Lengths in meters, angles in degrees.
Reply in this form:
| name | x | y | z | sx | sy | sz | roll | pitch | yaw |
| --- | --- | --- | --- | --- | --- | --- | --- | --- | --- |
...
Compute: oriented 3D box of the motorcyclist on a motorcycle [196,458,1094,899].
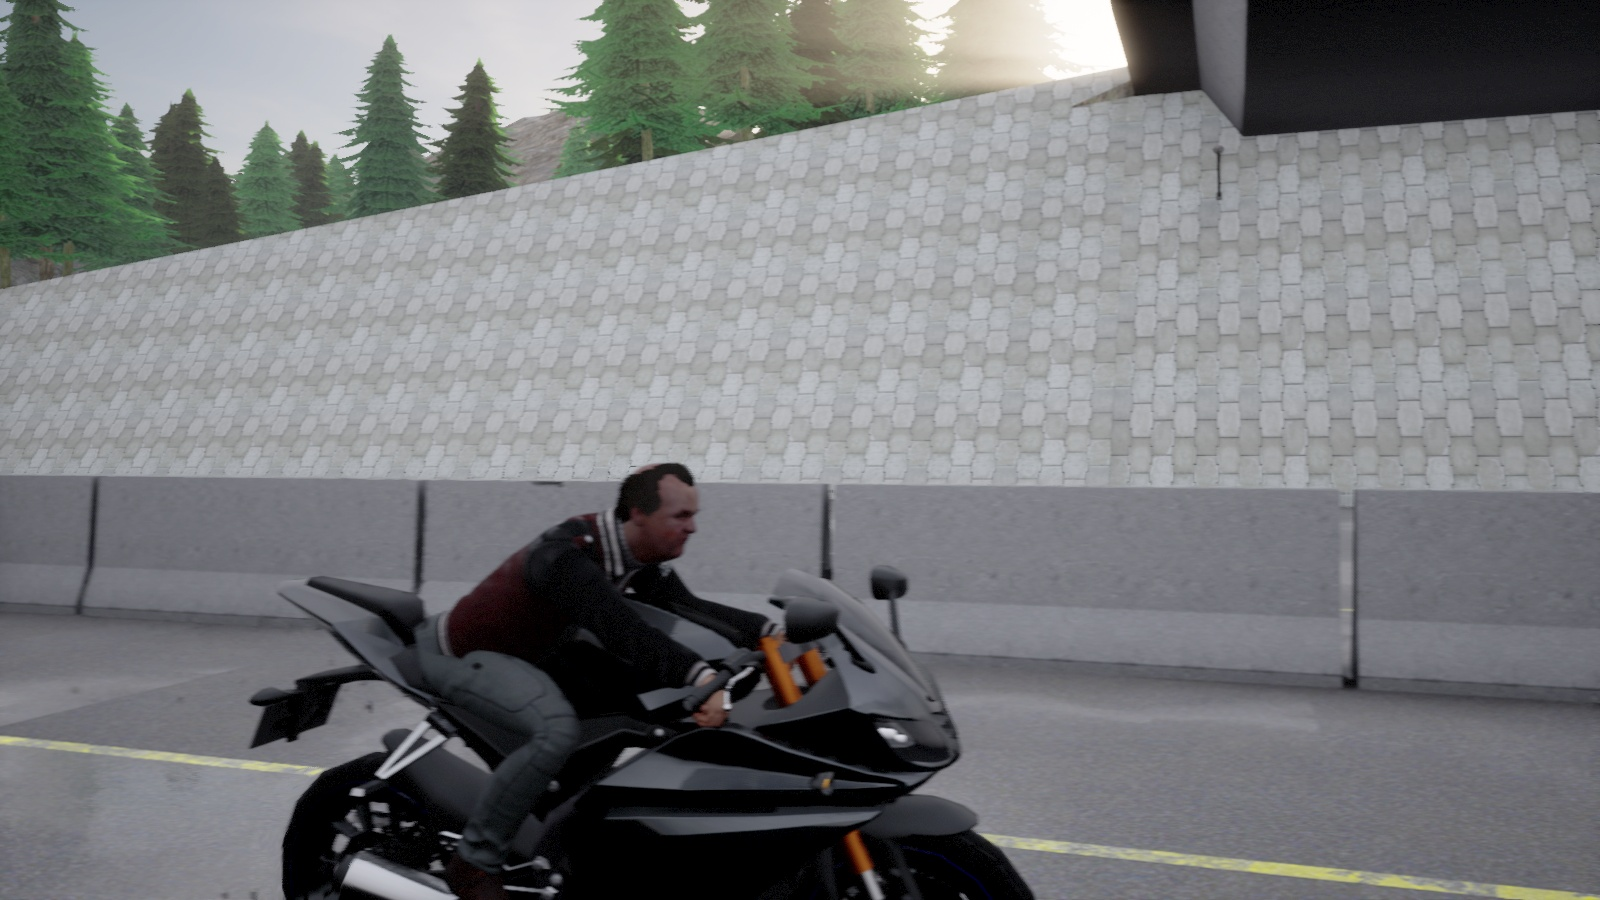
| name | x | y | z | sx | sy | sz | roll | pitch | yaw |
| --- | --- | --- | --- | --- | --- | --- | --- | --- | --- |
| motorcyclist on a motorcycle | -0.389 | 0.807 | 3.323 | 2.191 | 1.530 | 0.866 | 1 | 1 | 19 |
